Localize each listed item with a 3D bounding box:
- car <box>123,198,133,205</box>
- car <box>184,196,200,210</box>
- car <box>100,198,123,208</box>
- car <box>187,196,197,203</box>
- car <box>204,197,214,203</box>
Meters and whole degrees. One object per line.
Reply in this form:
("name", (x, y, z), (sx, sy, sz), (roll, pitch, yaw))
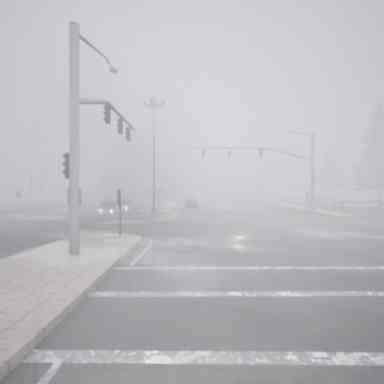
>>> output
("car", (-11.572, 1.608, 57.209), (1.895, 1.301, 4.718), (0, 0, 0))
("car", (-0.032, 1.531, 43.562), (1.812, 1.442, 4.674), (0, 0, 0))
("car", (-11.575, 1.606, 47.221), (1.895, 1.301, 4.718), (0, 0, 1))
("car", (-0.050, 1.572, 68.996), (1.994, 1.385, 4.181), (0, 0, 0))
("car", (3.450, 1.609, 69.030), (1.895, 1.301, 4.718), (0, 0, 0))
